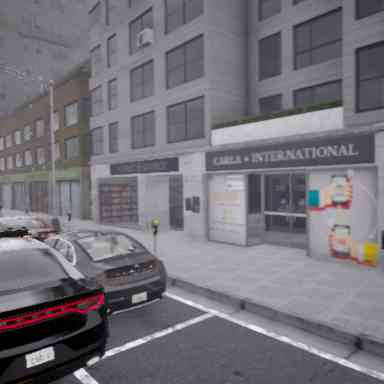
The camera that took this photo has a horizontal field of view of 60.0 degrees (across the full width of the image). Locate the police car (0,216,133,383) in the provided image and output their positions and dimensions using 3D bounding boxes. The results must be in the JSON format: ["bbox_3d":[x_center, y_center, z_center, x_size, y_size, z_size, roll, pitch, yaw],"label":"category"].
[{"bbox_3d":[-3.165,1.390,5.152,1.930,1.638,5.238,-2,1,-41],"label":"police car"}]

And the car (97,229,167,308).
[{"bbox_3d":[-2.284,1.458,6.965,2.008,1.369,4.403,-3,2,-41],"label":"car"}]
